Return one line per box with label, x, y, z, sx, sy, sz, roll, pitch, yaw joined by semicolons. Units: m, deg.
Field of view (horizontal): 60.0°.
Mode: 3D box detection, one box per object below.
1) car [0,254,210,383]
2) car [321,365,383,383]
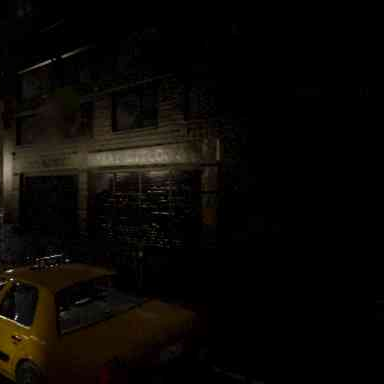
car;-2.079;1.550;4.574;4.829;1.417;1.752;0;0;36
car;2.606;1.542;1.229;4.403;1.369;2.008;0;0;36
